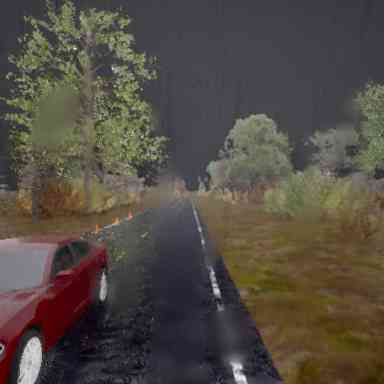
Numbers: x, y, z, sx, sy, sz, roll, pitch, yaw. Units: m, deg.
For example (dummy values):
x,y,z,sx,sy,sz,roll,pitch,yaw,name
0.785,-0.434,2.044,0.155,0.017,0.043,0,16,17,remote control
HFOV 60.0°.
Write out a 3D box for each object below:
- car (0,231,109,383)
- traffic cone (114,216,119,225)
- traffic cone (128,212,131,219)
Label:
x,y,z,sx,sy,sz,roll,pitch,yaw,name
-2.727,1.488,5.311,1.882,1.535,5.008,0,0,0,car
-5.250,1.986,23.203,0.340,0.580,0.340,0,0,0,traffic cone
-5.284,1.991,28.203,0.340,0.580,0.340,0,0,0,traffic cone
